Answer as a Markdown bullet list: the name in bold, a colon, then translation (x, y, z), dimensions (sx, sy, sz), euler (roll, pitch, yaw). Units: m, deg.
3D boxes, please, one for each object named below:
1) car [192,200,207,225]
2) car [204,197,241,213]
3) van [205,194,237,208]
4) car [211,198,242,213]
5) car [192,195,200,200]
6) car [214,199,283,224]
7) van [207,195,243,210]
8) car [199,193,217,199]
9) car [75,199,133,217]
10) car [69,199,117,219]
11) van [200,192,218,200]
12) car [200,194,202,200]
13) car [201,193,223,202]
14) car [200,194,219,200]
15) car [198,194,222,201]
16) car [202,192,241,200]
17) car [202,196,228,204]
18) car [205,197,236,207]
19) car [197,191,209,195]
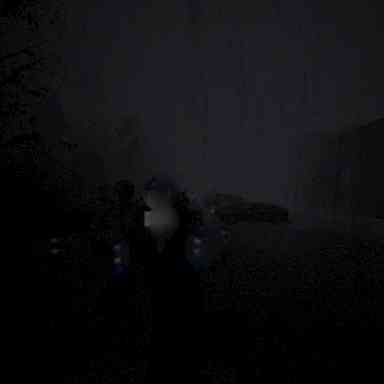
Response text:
- **car**: translation (-0.154, 1.493, 23.248), dimensions (1.812, 1.442, 4.674), euler (0, 0, -1)
- **car**: translation (4.117, 1.489, 31.716), dimensions (5.366, 1.575, 1.946), euler (0, 0, 0)
- **van**: translation (4.197, 1.348, 48.550), dimensions (4.442, 1.987, 1.878), euler (0, 0, 0)
- **car**: translation (4.298, 1.518, 28.890), dimensions (4.674, 1.452, 2.002), euler (0, 0, 0)
- **car**: translation (-0.057, 1.631, 56.066), dimensions (1.895, 1.301, 4.718), euler (0, 1, 0)
- **car**: translation (4.297, 1.503, 26.065), dimensions (4.674, 1.452, 2.002), euler (0, 0, 0)
- **van**: translation (4.193, 1.324, 43.020), dimensions (4.442, 1.987, 1.878), euler (0, 0, 0)
- **car**: translation (4.343, 1.112, 91.075), dimensions (4.674, 1.452, 2.002), euler (0, 1, 0)
- **car**: translation (-8.271, 1.486, 31.562), dimensions (5.008, 1.535, 2.097), euler (0, 0, 0)
- **car**: translation (-8.247, 1.347, 28.863), dimensions (4.553, 1.767, 2.185), euler (0, 0, 0)
- **van**: translation (4.218, 0.953, 82.595), dimensions (4.442, 1.987, 1.878), euler (0, 1, 0)
- **car**: translation (4.324, 1.498, 57.168), dimensions (5.008, 1.535, 2.097), euler (0, 1, 0)
- **car**: translation (4.296, 1.195, 71.294), dimensions (4.553, 1.767, 2.185), euler (0, 1, 0)
- **car**: translation (4.366, 1.173, 85.423), dimensions (4.792, 1.488, 2.163), euler (0, 1, 0)
- **car**: translation (4.145, 1.247, 76.947), dimensions (5.366, 1.575, 1.946), euler (0, 1, 0)
- **car**: translation (4.336, 1.284, 40.194), dimensions (5.566, 2.045, 2.435), euler (0, 0, 0)
- **car**: translation (4.319, 1.467, 62.820), dimensions (4.674, 1.452, 2.002), euler (0, 1, 0)
- **car**: translation (4.312, 1.604, 51.509), dimensions (4.674, 1.452, 2.002), euler (0, 1, 0)
- **car**: translation (4.296, 1.140, 65.641), dimensions (5.566, 2.045, 2.435), euler (0, 1, 0)
